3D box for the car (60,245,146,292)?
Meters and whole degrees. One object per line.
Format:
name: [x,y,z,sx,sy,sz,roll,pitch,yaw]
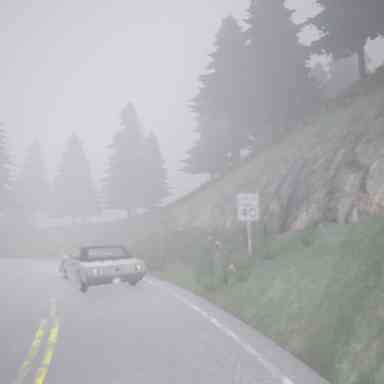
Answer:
car: [-3.362,2.536,11.775,1.895,1.301,4.718,2,-6,-31]
